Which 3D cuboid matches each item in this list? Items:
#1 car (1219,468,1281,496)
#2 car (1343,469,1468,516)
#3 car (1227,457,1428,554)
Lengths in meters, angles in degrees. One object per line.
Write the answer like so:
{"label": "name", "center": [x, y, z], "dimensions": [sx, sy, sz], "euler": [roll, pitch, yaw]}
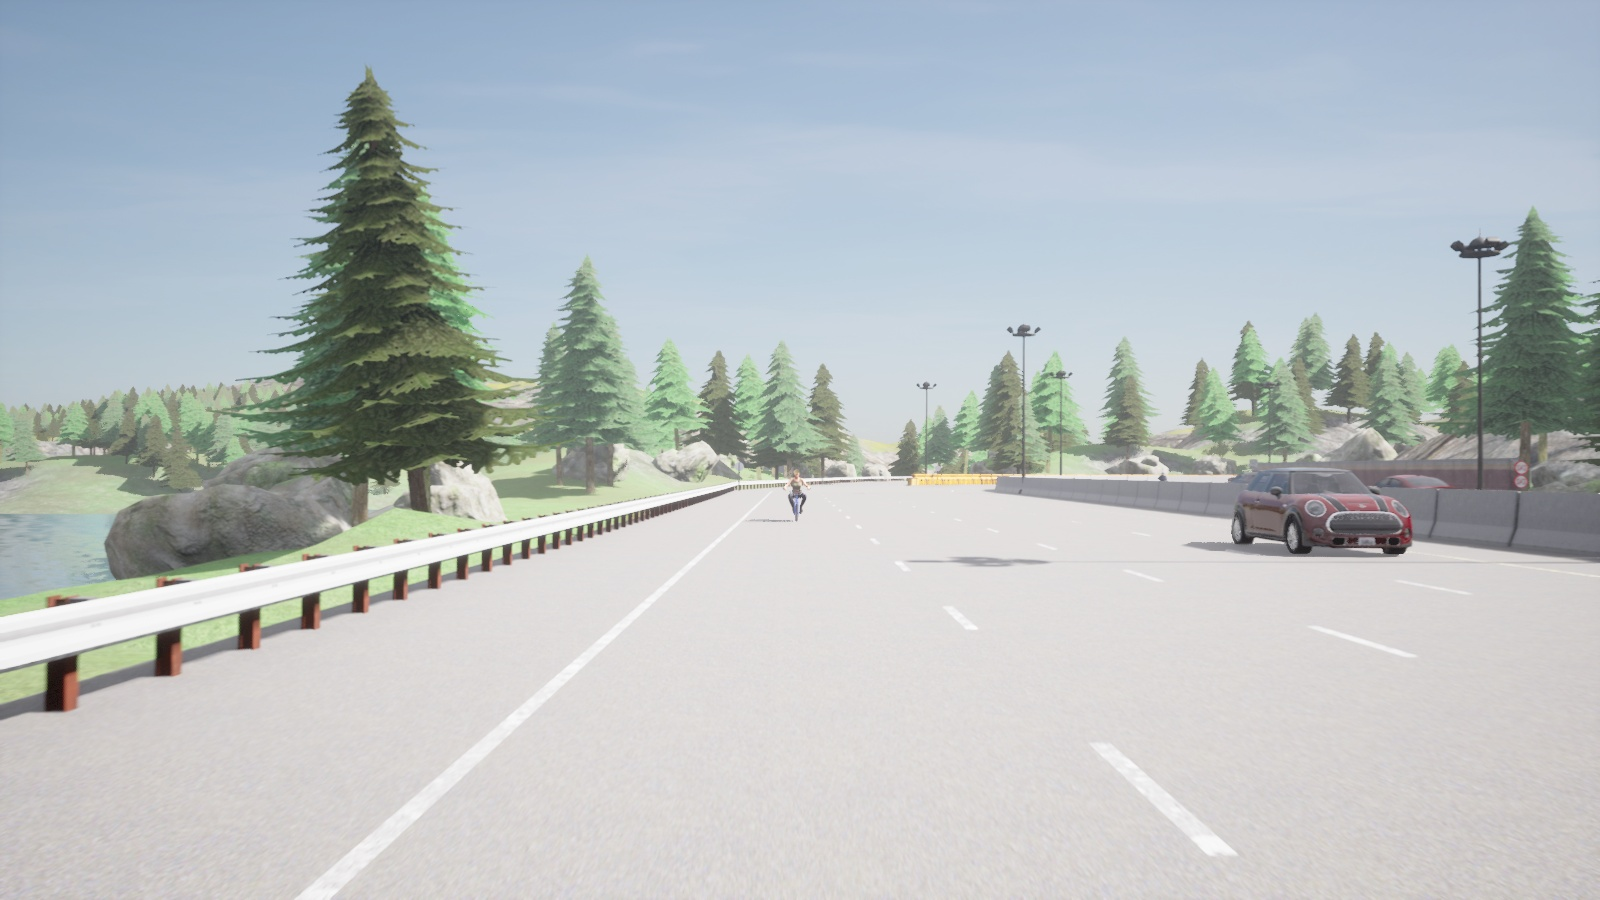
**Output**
{"label": "car", "center": [27.714, 1.932, 77.504], "dimensions": [2.033, 1.649, 4.856], "euler": [0, -1, 0]}
{"label": "car", "center": [20.888, 1.438, 43.573], "dimensions": [1.882, 1.535, 5.008], "euler": [0, -1, 0]}
{"label": "car", "center": [10.440, 1.055, 25.290], "dimensions": [2.097, 1.767, 4.553], "euler": [0, -1, 0]}
